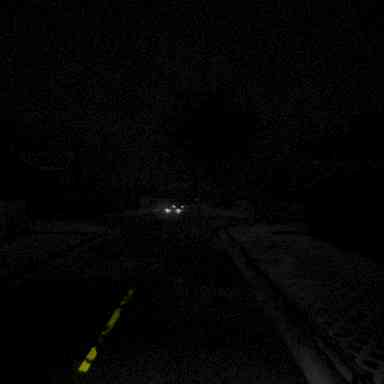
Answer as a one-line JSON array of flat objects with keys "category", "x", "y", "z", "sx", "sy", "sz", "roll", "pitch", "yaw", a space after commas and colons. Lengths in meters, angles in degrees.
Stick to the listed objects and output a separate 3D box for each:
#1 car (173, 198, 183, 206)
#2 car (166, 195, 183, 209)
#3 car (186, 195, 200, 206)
[{"category": "car", "x": -2.757, "y": 1.984, "z": 67.640, "sx": 1.882, "sy": 1.535, "sz": 5.008, "roll": 0, "pitch": -1, "yaw": 0}, {"category": "car", "x": -2.820, "y": 1.535, "z": 51.467, "sx": 2.150, "sy": 2.045, "sz": 5.566, "roll": 0, "pitch": -1, "yaw": 1}, {"category": "car", "x": 0.000, "y": 1.742, "z": 68.899, "sx": 2.150, "sy": 2.045, "sz": 5.566, "roll": 0, "pitch": -1, "yaw": 1}]
